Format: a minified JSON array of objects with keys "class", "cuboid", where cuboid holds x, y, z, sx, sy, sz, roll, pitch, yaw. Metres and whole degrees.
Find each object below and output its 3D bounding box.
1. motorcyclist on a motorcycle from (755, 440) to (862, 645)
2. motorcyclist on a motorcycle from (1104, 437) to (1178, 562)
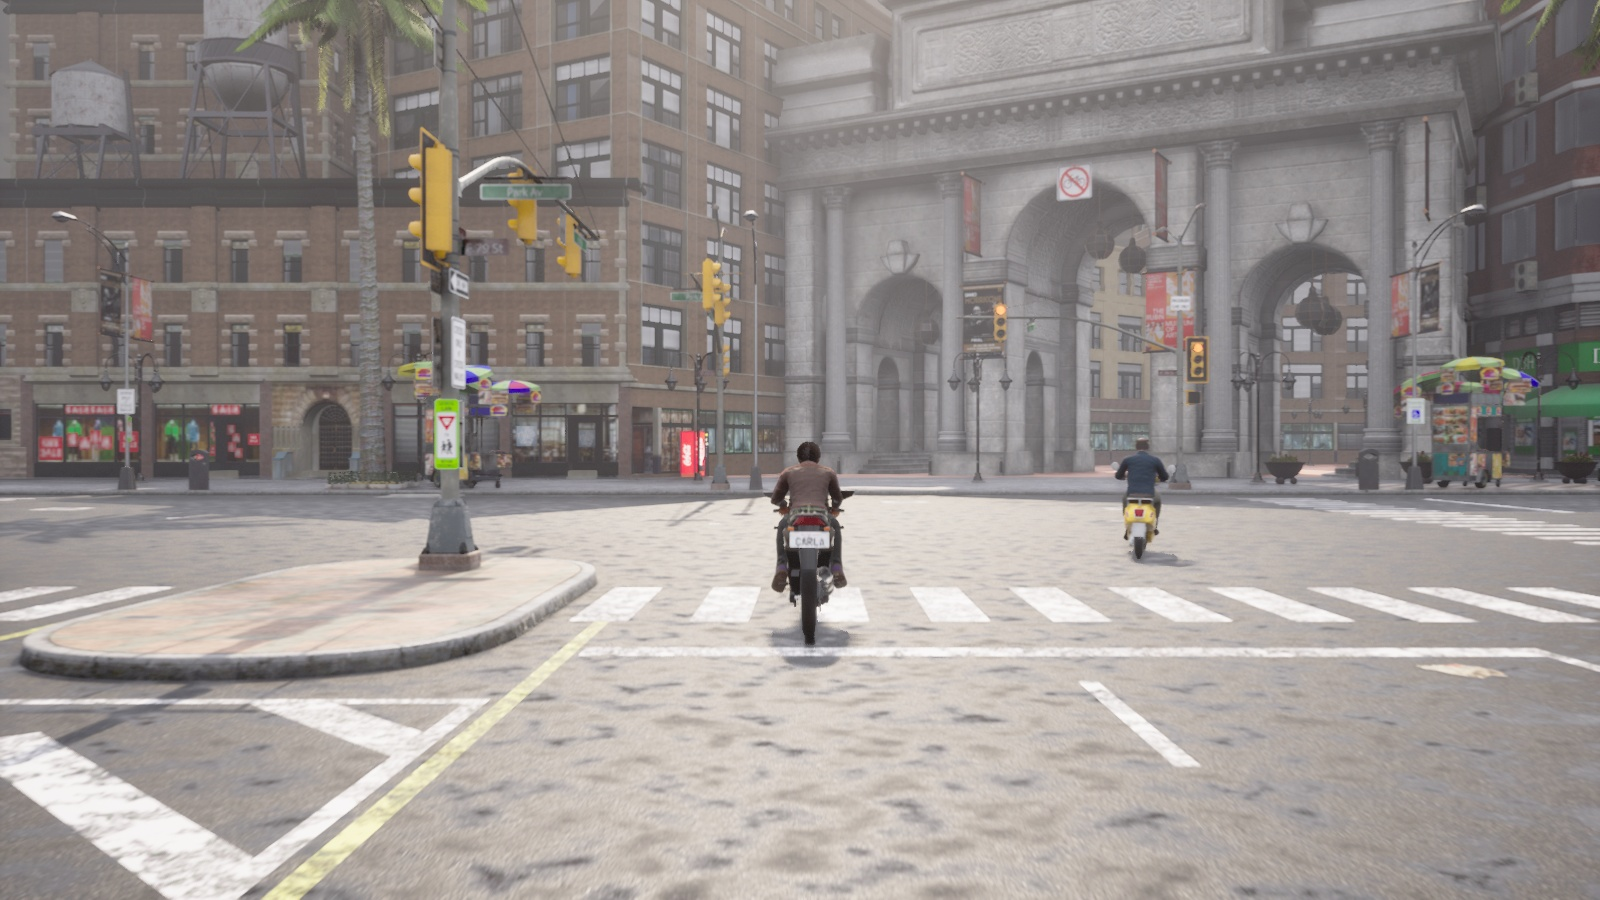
[{"class":"motorcyclist on a motorcycle","cuboid":[0.072,0.687,10.369,0.797,1.523,2.044,0,0,0]},{"class":"motorcyclist on a motorcycle","cuboid":[4.665,0.634,17.118,0.866,1.590,1.817,1,1,18]}]
